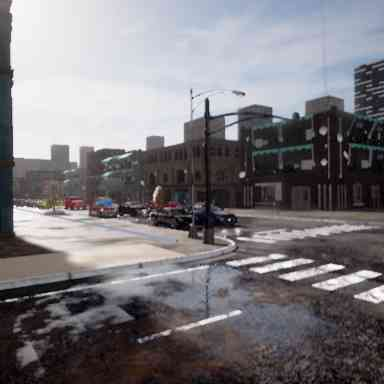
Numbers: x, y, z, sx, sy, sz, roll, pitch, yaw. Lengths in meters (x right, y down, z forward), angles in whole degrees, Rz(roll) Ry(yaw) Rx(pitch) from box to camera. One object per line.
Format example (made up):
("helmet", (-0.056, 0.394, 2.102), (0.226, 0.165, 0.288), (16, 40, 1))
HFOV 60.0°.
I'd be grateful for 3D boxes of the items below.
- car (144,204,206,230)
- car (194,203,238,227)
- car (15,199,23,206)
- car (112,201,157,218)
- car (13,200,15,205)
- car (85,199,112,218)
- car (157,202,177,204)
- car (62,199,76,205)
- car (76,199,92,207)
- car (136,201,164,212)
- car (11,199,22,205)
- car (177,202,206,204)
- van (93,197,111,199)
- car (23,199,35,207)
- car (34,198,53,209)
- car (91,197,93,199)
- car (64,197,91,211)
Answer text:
("car", (-1.305, 1.768, 23.130), (1.947, 1.339, 4.313), (-2, 0, -35))
("car", (1.366, 1.719, 24.066), (1.994, 1.385, 4.181), (-1, 0, -35))
("car", (-38.051, 2.332, 75.155), (1.967, 1.590, 4.097), (-2, 0, -35))
("car", (-5.990, 1.792, 34.435), (2.128, 1.511, 4.902), (-1, 0, -36))
("car", (-41.250, 2.500, 79.671), (2.008, 1.369, 4.403), (-2, 0, -35))
("car", (-9.236, 1.799, 34.519), (1.967, 1.590, 4.097), (-2, 0, -35))
("car", (-2.398, 1.824, 39.369), (1.802, 1.307, 4.206), (-2, 0, -35))
("car", (-28.012, 2.284, 75.490), (1.947, 1.339, 4.313), (-2, 0, -35))
("car", (-21.609, 2.148, 66.459), (1.887, 1.381, 4.507), (-2, 0, -35))
("car", (-5.599, 1.886, 43.884), (1.802, 1.307, 4.206), (-2, 0, -35))
("car", (-44.452, 2.550, 84.186), (1.887, 1.381, 4.507), (-2, 0, -35))
("car", (0.803, 1.730, 34.853), (2.008, 1.369, 4.403), (-2, 0, -35))
("van", (-15.211, 1.827, 57.428), (1.690, 1.788, 3.998), (-2, 0, -35))
("car", (-31.646, 2.328, 66.126), (2.008, 1.369, 4.403), (-2, 0, -35))
("car", (-25.144, 2.185, 56.956), (1.752, 1.417, 4.829), (-2, 0, -35))
("car", (-18.414, 1.860, 61.943), (2.192, 1.841, 5.009), (-2, 0, -35))
("car", (-18.129, 1.759, 51.710), (2.150, 2.045, 5.566), (-1, 0, -35))
